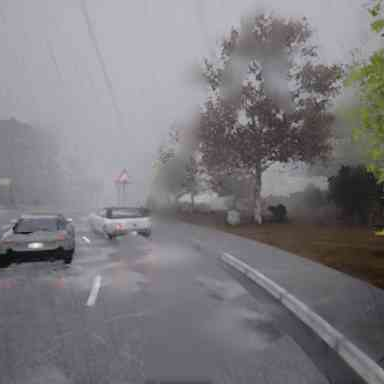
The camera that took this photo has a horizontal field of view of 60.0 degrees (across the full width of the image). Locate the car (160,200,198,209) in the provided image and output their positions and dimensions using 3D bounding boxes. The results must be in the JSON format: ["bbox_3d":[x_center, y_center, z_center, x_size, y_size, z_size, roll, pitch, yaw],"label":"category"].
[{"bbox_3d":[-1.947,2.073,52.526,4.892,1.521,2.231,0,-3,8],"label":"car"}]

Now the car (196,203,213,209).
[{"bbox_3d":[3.521,3.866,93.446,4.553,1.767,2.185,0,-2,8],"label":"car"}]

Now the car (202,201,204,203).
[{"bbox_3d":[-0.827,2.549,60.695,4.792,1.488,2.163,0,-3,8],"label":"car"}]

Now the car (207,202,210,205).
[{"bbox_3d":[0.956,3.237,74.341,4.674,1.452,2.002,0,-3,8],"label":"car"}]

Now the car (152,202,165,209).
[{"bbox_3d":[-7.679,3.124,76.090,1.994,1.385,4.181,0,-3,8],"label":"car"}]

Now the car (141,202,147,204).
[{"bbox_3d":[-8.999,2.686,66.146,2.128,1.511,4.902,0,-3,8],"label":"car"}]

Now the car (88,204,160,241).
[{"bbox_3d":[-3.391,1.322,15.243,1.895,1.301,4.718,0,1,-29],"label":"car"}]

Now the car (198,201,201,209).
[{"bbox_3d":[-1.584,2.223,55.253,5.008,1.535,2.097,0,-3,8],"label":"car"}]

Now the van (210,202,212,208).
[{"bbox_3d":[2.159,3.337,82.521,4.442,1.987,1.878,0,-2,8],"label":"van"}]

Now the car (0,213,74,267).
[{"bbox_3d":[-4.897,1.367,10.829,1.994,1.385,4.181,0,1,-20],"label":"car"}]
